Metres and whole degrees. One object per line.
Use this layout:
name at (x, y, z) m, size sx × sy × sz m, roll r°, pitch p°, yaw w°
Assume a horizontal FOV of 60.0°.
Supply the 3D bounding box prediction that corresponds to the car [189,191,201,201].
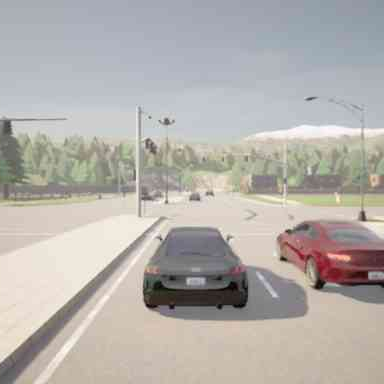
car at (0.490, 0.882, 56.700) m, size 1.994 × 1.385 × 4.181 m, roll 0°, pitch 1°, yaw 1°

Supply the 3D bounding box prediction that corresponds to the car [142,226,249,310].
car at (0.056, 1.470, 7.700) m, size 1.994 × 1.385 × 4.181 m, roll 0°, pitch 1°, yaw 0°

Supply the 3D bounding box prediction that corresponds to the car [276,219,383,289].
car at (3.554, 1.419, 8.703) m, size 1.812 × 1.442 × 4.674 m, roll 0°, pitch 1°, yaw 0°

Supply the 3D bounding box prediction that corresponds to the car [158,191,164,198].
car at (-7.296, 0.623, 72.542) m, size 1.837 × 1.490 × 4.892 m, roll 0°, pitch 1°, yaw 1°

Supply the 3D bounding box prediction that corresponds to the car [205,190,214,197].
car at (4.334, 0.203, 82.045) m, size 2.097 × 1.767 × 4.553 m, roll 0°, pitch 1°, yaw 1°

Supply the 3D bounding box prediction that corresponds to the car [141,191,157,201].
car at (-7.567, 0.919, 56.825) m, size 1.895 × 1.301 × 4.718 m, roll 0°, pitch 1°, yaw 1°

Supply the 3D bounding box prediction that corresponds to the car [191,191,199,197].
car at (0.835, 0.442, 82.153) m, size 1.895 × 1.301 × 4.718 m, roll 0°, pitch 1°, yaw 1°
